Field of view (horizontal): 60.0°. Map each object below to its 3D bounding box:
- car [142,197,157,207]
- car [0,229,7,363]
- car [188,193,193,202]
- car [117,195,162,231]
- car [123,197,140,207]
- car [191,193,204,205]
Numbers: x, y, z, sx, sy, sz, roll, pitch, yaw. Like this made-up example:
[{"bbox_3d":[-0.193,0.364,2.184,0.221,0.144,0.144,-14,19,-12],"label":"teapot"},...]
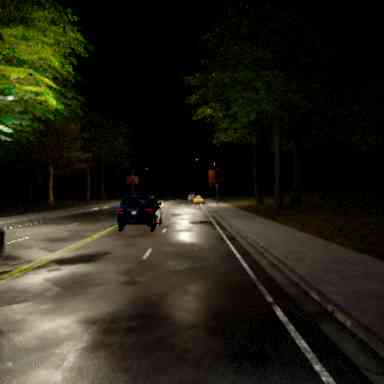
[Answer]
[{"bbox_3d":[-6.552,1.535,51.855,1.812,1.442,4.674,0,0,0],"label":"car"},{"bbox_3d":[-3.149,1.352,1.807,2.097,1.767,4.553,0,0,0],"label":"car"},{"bbox_3d":[0.025,1.482,77.492,1.812,1.442,4.674,0,0,0],"label":"car"},{"bbox_3d":[-3.143,1.224,20.708,2.150,2.045,5.566,0,0,0],"label":"car"},{"bbox_3d":[-9.799,1.574,53.969,1.994,1.385,4.181,0,0,0],"label":"car"},{"bbox_3d":[1.156,1.470,58.082,1.801,1.575,5.366,0,0,0],"label":"car"}]
